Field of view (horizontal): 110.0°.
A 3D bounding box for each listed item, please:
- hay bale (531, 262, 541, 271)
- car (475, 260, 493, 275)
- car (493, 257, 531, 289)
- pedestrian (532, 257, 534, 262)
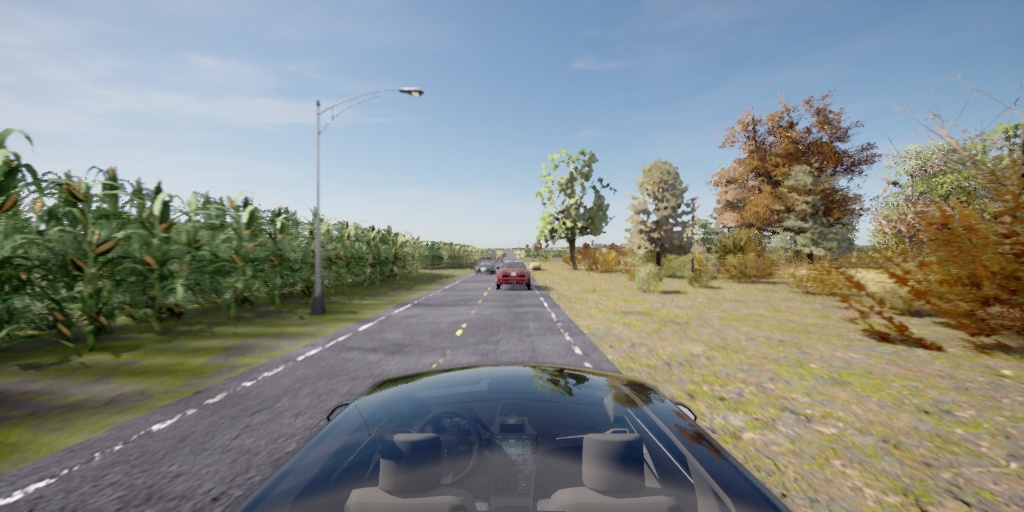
[{"bbox_3d":[3.127,1.318,47.001,1.220,1.180,1.240,0,0,0],"label":"hay bale"},{"bbox_3d":[-2.839,1.182,38.318,2.128,1.511,4.902,0,0,0],"label":"car"},{"bbox_3d":[0.093,1.075,22.995,2.097,1.767,4.553,0,0,0],"label":"car"},{"bbox_3d":[2.827,0.957,48.113,0.375,1.860,0.375,0,1,0],"label":"pedestrian"}]
